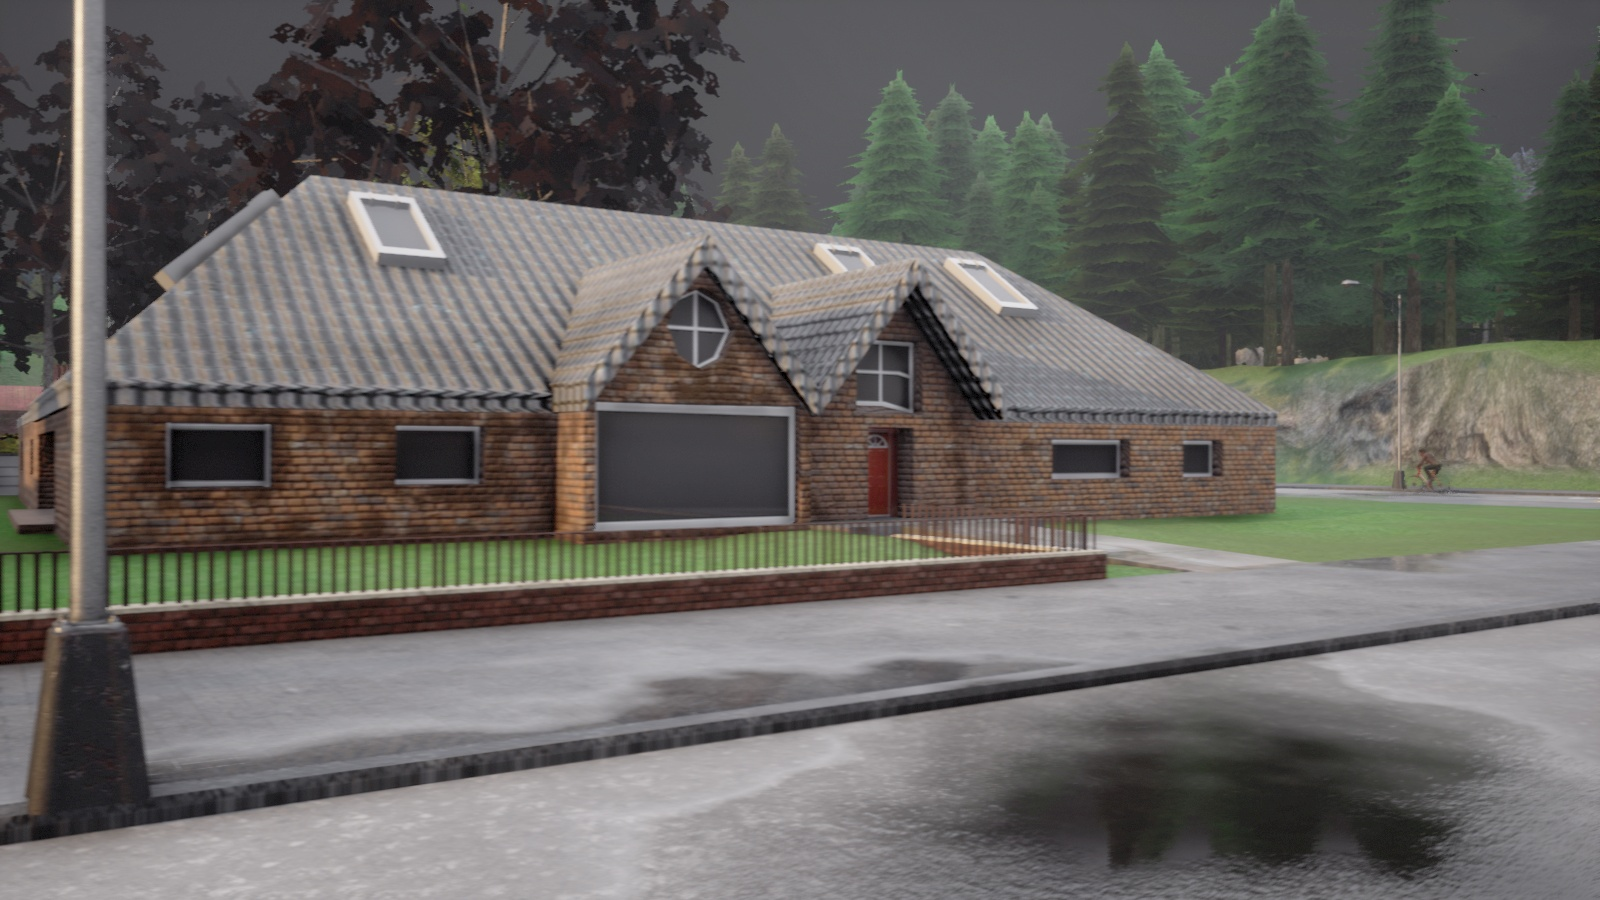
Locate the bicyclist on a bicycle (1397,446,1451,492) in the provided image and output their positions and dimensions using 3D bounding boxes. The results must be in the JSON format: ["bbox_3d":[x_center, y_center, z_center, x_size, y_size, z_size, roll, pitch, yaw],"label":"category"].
[{"bbox_3d":[22.278,0.682,44.861,0.582,1.620,1.656,0,0,-34],"label":"bicyclist on a bicycle"}]
